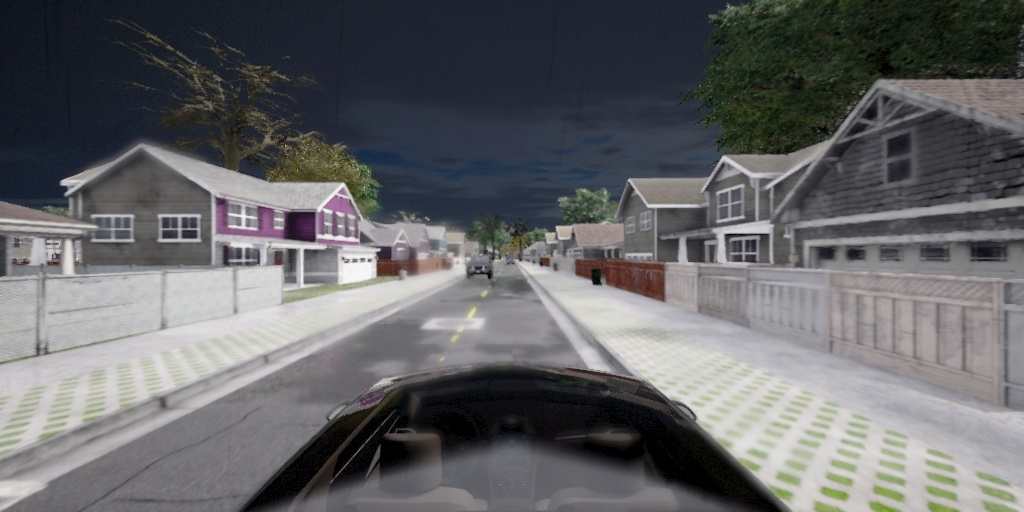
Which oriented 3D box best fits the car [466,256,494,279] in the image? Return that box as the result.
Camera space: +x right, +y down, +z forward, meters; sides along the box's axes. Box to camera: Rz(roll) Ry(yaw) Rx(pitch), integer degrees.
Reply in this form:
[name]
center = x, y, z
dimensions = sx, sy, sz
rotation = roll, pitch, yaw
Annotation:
[car]
center = -2.850, 0.985, 32.908
dimensions = 2.150, 2.045, 5.566
rotation = 0, 0, 0
